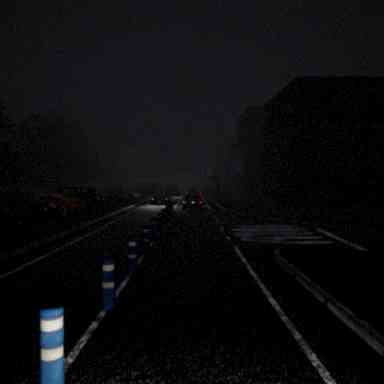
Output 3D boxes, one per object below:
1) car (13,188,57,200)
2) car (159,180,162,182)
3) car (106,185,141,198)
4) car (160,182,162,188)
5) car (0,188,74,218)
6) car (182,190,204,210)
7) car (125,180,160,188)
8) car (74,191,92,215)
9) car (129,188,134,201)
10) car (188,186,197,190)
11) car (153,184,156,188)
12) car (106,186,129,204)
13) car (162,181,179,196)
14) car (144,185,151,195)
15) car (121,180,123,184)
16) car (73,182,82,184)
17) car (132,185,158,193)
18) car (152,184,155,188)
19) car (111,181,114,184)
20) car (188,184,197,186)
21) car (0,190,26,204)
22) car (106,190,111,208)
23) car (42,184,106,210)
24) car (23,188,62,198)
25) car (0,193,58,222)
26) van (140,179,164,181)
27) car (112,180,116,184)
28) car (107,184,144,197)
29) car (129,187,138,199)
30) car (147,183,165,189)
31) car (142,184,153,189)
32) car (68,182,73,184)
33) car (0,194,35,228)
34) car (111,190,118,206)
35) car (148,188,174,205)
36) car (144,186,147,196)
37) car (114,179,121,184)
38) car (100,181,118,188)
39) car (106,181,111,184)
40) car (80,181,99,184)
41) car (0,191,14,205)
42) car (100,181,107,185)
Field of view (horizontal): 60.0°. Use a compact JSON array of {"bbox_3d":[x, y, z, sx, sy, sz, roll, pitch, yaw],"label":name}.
[{"bbox_3d":[-22.659,0.271,48.180,5.366,1.575,1.946,0,2,1],"label":"car"},{"bbox_3d":[-9.507,-1.087,73.143,4.553,1.767,2.185,0,3,1],"label":"car"},{"bbox_3d":[-9.820,0.255,45.453,4.553,1.767,2.185,0,2,1],"label":"car"},{"bbox_3d":[-9.747,-0.822,70.497,5.366,1.575,1.946,0,3,1],"label":"car"},{"bbox_3d":[-10.047,0.779,20.377,4.553,1.767,2.185,0,0,1],"label":"car"},{"bbox_3d":[0.093,0.848,30.716,2.033,1.411,5.357,0,2,0],"label":"car"},{"bbox_3d":[-9.641,-0.770,64.924,5.566,2.045,2.435,0,3,1],"label":"car"},{"bbox_3d":[-9.986,0.885,23.157,5.008,1.535,2.097,0,1,1],"label":"car"},{"bbox_3d":[-9.810,0.591,39.886,4.792,1.488,2.163,0,2,1],"label":"car"},{"bbox_3d":[0.091,0.273,48.244,2.033,1.411,5.357,0,2,0],"label":"car"},{"bbox_3d":[-9.635,-0.330,62.161,4.674,1.452,2.002,0,3,1],"label":"car"},{"bbox_3d":[-9.834,0.515,37.095,4.553,1.767,2.185,0,2,1],"label":"car"},{"bbox_3d":[-3.298,-0.379,55.991,2.150,2.045,5.566,0,2,1],"label":"car"},{"bbox_3d":[-9.707,0.042,53.807,5.008,1.535,2.097,0,3,0],"label":"car"},{"bbox_3d":[-22.442,-1.993,92.826,4.674,1.452,2.002,0,3,1],"label":"car"},{"bbox_3d":[-22.775,-0.350,59.324,4.553,1.767,2.185,0,3,1],"label":"car"},{"bbox_3d":[-9.582,-0.669,67.717,5.008,1.535,2.097,0,3,1],"label":"car"},{"bbox_3d":[-9.634,-0.195,59.378,4.792,1.488,2.163,0,3,1],"label":"car"},{"bbox_3d":[-22.547,-1.425,81.701,4.892,1.521,2.231,0,3,1],"label":"car"},{"bbox_3d":[0.038,-1.201,76.823,1.882,1.535,5.008,0,3,0],"label":"car"},{"bbox_3d":[-22.913,0.556,39.952,4.892,1.521,2.231,0,2,1],"label":"car"},{"bbox_3d":[-9.934,0.820,28.739,4.892,1.521,2.231,0,1,1],"label":"car"},{"bbox_3d":[-9.994,0.605,25.948,5.566,2.045,2.435,0,1,1],"label":"car"},{"bbox_3d":[-22.825,0.161,50.969,5.008,1.535,2.097,0,2,1],"label":"car"},{"bbox_3d":[-10.071,0.946,17.592,4.792,1.488,2.163,0,0,1],"label":"car"},{"bbox_3d":[-9.603,-1.494,78.822,4.442,1.987,1.878,0,3,1],"label":"van"},{"bbox_3d":[-22.544,-1.547,84.481,4.792,1.488,2.163,0,3,1],"label":"car"},{"bbox_3d":[-9.795,0.150,48.231,4.553,1.767,2.185,0,2,1],"label":"car"},{"bbox_3d":[-9.843,0.504,42.672,4.792,1.488,2.163,0,2,1],"label":"car"},{"bbox_3d":[-9.413,-1.681,87.173,4.674,1.452,2.002,0,3,1],"label":"car"},{"bbox_3d":[-9.683,-0.088,56.593,5.008,1.535,2.097,0,3,1],"label":"car"},{"bbox_3d":[-22.823,-0.210,53.744,5.566,2.045,2.435,0,3,1],"label":"car"},{"bbox_3d":[-10.037,0.957,14.808,4.792,1.488,2.163,0,0,1],"label":"car"},{"bbox_3d":[-9.886,0.801,31.518,4.792,1.488,2.163,0,1,1],"label":"car"},{"bbox_3d":[-3.352,0.651,36.619,1.812,1.442,4.674,0,2,0],"label":"car"},{"bbox_3d":[-9.741,0.203,51.022,4.674,1.452,2.002,0,3,1],"label":"car"},{"bbox_3d":[-22.462,-1.979,87.249,5.566,2.045,2.435,0,3,1],"label":"car"},{"bbox_3d":[-22.434,-2.006,90.036,4.553,1.767,2.185,0,3,1],"label":"car"},{"bbox_3d":[-22.571,-1.276,78.920,5.008,1.535,2.097,0,3,1],"label":"car"},{"bbox_3d":[-22.638,-0.927,67.783,5.566,2.045,2.435,0,3,1],"label":"car"},{"bbox_3d":[-22.940,0.636,37.035,5.008,1.535,2.097,0,2,1],"label":"car"},{"bbox_3d":[-22.594,-1.085,76.141,4.674,1.452,2.002,0,3,1],"label":"car"}]
